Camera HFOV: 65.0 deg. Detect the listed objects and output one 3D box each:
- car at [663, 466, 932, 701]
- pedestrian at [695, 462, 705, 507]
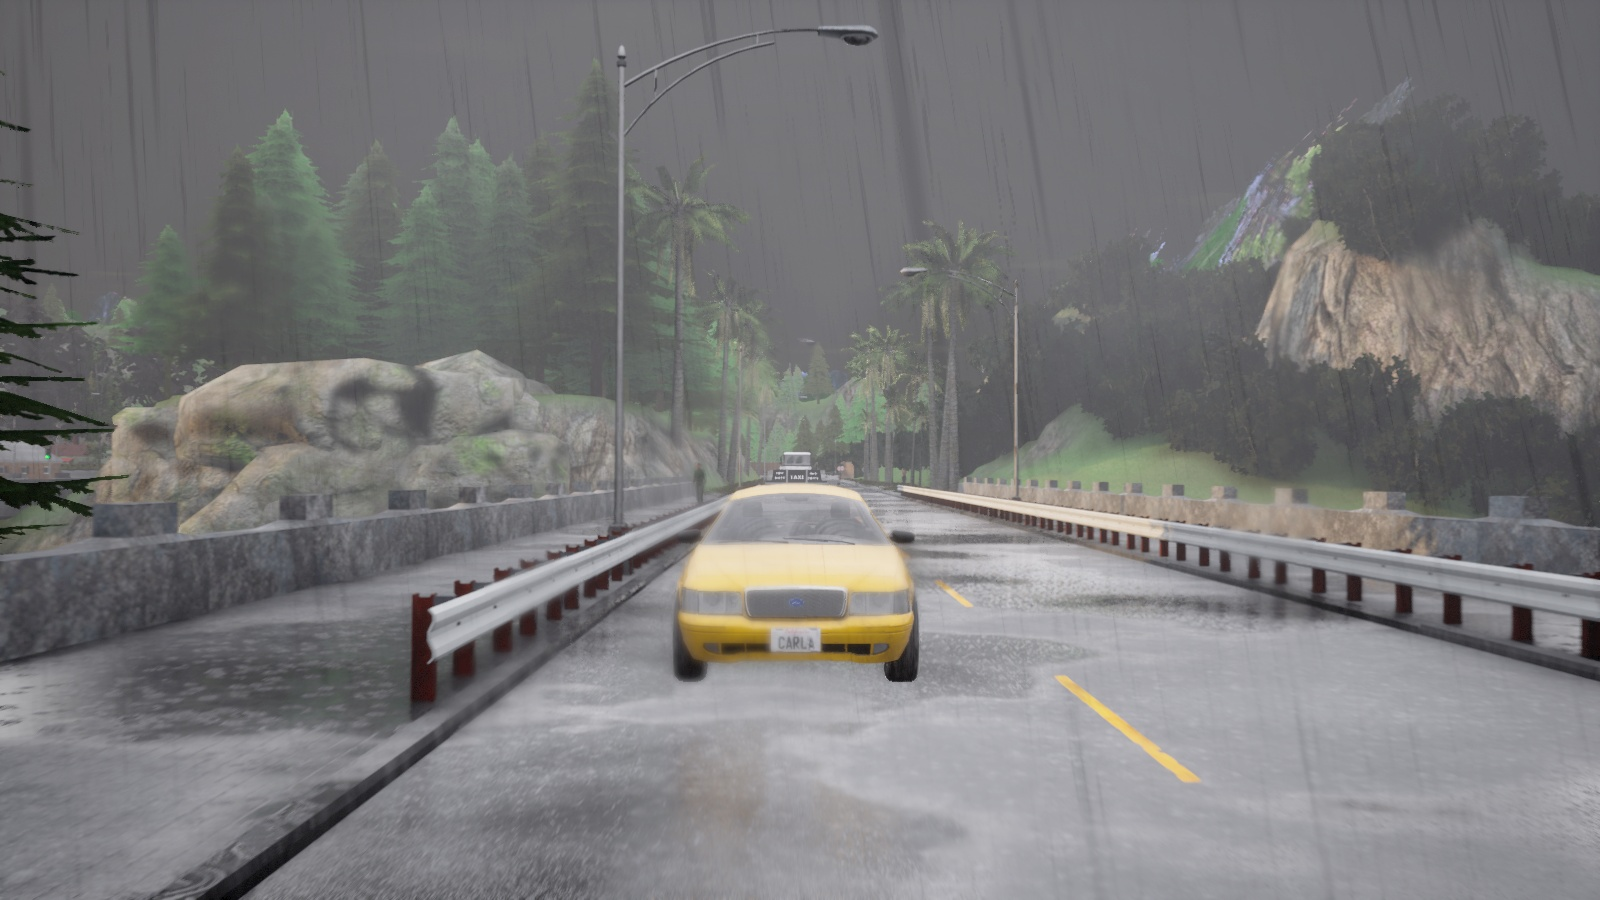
[{"bbox_3d":[-0.024,0.940,11.121,1.801,1.575,5.366,0,-1,0],"label":"car"},{"bbox_3d":[-4.110,1.405,51.589,0.353,1.847,0.614,0,-1,0],"label":"pedestrian"}]
